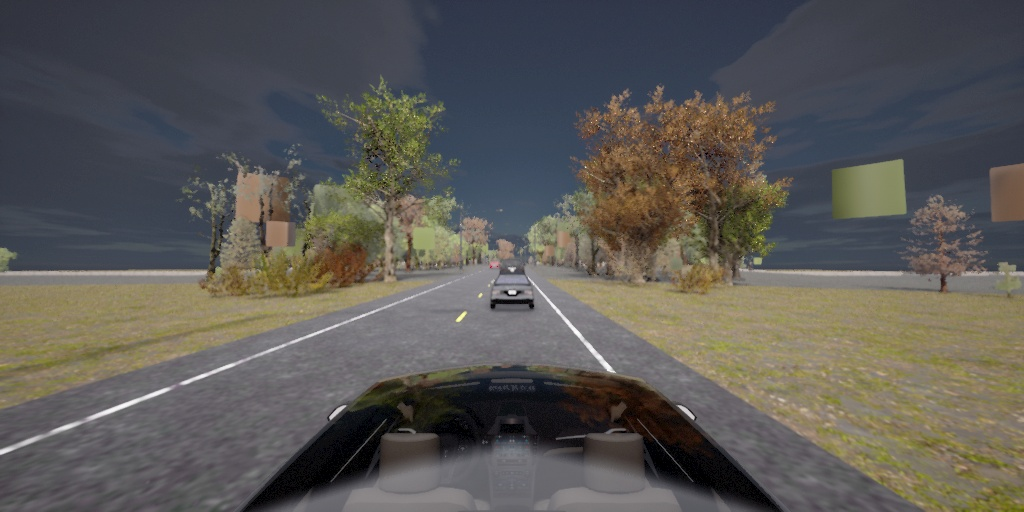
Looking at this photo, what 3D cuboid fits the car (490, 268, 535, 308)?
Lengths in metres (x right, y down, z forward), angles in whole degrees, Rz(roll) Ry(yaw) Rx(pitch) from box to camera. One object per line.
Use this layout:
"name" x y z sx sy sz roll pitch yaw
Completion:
"car" 0.012 1.431 15.871 2.033 1.411 5.357 0 -1 0

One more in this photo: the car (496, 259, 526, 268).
"car" 0.025 1.243 30.895 2.150 2.045 5.566 0 0 0
